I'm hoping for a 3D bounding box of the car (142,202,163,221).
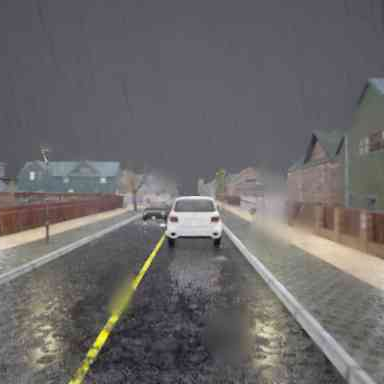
[{"bbox_3d":[-2.758,1.493,26.771,2.033,1.411,5.357,0,0,0],"label":"car"}]

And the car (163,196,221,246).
[{"bbox_3d":[0.096,1.185,15.108,2.150,2.045,5.566,0,0,0],"label":"car"}]

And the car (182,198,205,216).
[{"bbox_3d":[0.100,1.430,33.065,2.128,1.511,4.902,0,0,0],"label":"car"}]
